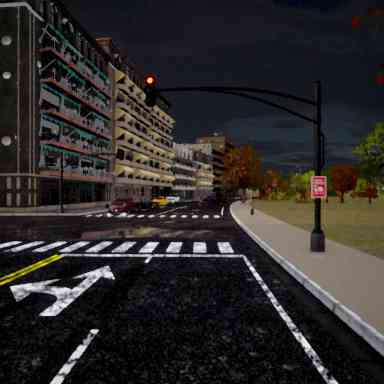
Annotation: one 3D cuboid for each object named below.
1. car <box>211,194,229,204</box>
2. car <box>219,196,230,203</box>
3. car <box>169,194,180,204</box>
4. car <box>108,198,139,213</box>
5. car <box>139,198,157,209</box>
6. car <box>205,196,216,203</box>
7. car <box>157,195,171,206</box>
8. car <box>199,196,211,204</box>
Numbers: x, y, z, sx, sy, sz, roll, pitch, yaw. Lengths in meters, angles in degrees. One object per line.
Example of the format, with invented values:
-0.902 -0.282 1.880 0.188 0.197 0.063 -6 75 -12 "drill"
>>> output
5.813 1.454 68.666 2.150 2.045 5.566 0 0 10 "car"
7.708 1.780 79.127 2.128 1.511 4.902 0 0 12 "car"
-4.017 1.448 68.963 2.150 2.045 5.566 0 0 9 "car"
-7.995 1.430 38.272 2.097 1.767 4.553 0 0 5 "car"
-6.963 1.723 48.299 1.895 1.301 4.718 0 0 7 "car"
4.433 1.725 79.325 1.882 1.535 5.008 0 0 12 "car"
-5.610 1.647 58.511 1.882 1.535 5.008 0 0 8 "car"
2.595 1.724 69.128 2.128 1.511 4.902 0 0 10 "car"
